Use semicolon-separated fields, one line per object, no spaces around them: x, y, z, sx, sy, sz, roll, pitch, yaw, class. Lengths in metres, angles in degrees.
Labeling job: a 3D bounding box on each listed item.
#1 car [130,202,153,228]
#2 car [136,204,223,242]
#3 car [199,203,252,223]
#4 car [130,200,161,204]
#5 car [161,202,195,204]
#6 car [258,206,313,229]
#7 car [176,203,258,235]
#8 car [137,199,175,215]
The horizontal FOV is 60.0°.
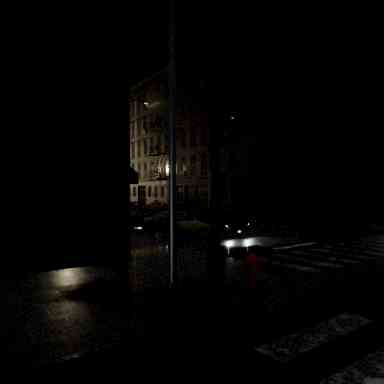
-4.032;1.585;21.227;2.008;1.369;4.403;0;0;-35;car
-0.794;1.555;16.679;1.752;1.417;4.829;0;0;-35;car
2.510;1.578;25.875;1.802;1.307;4.206;0;0;-35;car
-4.826;1.517;26.719;2.128;1.511;4.902;0;0;-35;car
-0.629;1.566;30.284;1.947;1.339;4.313;0;0;-35;car
5.650;1.558;21.466;1.947;1.339;4.313;0;0;-35;car
0.930;1.565;18.678;2.033;1.411;5.357;0;0;-32;car
-3.868;1.529;34.831;1.752;1.417;4.829;0;0;-35;car
